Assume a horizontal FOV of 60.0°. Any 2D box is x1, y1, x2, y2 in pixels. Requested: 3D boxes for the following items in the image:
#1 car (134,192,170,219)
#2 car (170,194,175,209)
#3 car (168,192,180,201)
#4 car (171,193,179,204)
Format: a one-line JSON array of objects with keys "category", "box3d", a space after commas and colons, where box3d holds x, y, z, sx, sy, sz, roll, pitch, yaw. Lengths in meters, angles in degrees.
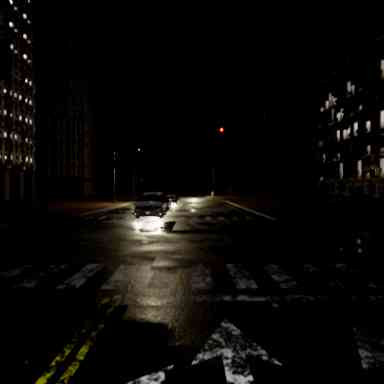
[{"category": "car", "box3d": [-3.248, 1.088, 27.109, 2.150, 2.045, 5.566, 0, 2, 0]}, {"category": "car", "box3d": [-3.248, 1.238, 35.514, 2.033, 1.411, 5.357, 0, 1, 0]}, {"category": "car", "box3d": [-3.366, 0.855, 63.446, 2.128, 1.511, 4.902, 0, 1, -2]}, {"category": "car", "box3d": [-3.257, 1.024, 51.808, 2.128, 1.511, 4.902, 0, 1, 0]}]
